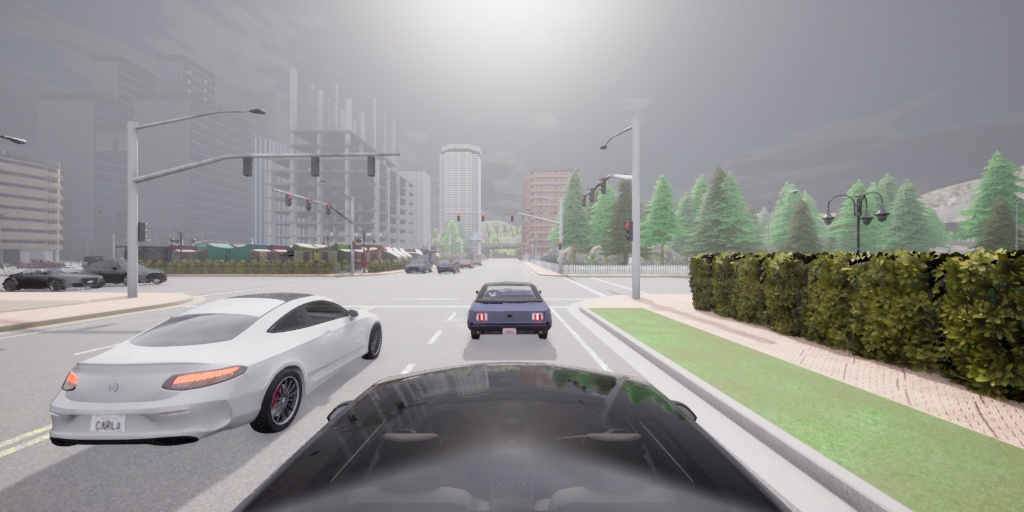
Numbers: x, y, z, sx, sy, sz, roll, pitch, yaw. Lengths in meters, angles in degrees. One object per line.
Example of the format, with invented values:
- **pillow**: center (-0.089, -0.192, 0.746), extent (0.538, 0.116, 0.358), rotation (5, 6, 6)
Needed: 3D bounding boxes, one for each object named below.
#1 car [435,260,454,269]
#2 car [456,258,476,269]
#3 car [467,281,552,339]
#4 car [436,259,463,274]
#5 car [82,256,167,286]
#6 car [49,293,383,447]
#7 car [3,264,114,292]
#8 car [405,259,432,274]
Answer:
- **car**: center (-10.562, 1.297, 56.485), extent (2.033, 1.411, 5.357), rotation (0, 0, 0)
- **car**: center (-7.066, 1.227, 55.042), extent (1.882, 1.535, 5.008), rotation (0, 0, 0)
- **car**: center (-0.092, 1.351, 9.997), extent (1.895, 1.301, 4.718), rotation (0, 0, -1)
- **car**: center (-7.100, 1.351, 40.300), extent (1.895, 1.301, 4.718), rotation (0, 0, 0)
- **car**: center (-26.345, 1.105, 24.381), extent (4.553, 1.767, 2.097), rotation (0, 0, 2)
- **car**: center (-3.506, 1.276, 5.389), extent (1.812, 1.442, 4.674), rotation (0, 0, -1)
- **car**: center (-26.496, 1.314, 20.884), extent (4.181, 1.385, 1.994), rotation (0, 0, 2)
- **car**: center (-10.598, 1.102, 40.838), extent (2.097, 1.767, 4.553), rotation (0, 0, 0)
